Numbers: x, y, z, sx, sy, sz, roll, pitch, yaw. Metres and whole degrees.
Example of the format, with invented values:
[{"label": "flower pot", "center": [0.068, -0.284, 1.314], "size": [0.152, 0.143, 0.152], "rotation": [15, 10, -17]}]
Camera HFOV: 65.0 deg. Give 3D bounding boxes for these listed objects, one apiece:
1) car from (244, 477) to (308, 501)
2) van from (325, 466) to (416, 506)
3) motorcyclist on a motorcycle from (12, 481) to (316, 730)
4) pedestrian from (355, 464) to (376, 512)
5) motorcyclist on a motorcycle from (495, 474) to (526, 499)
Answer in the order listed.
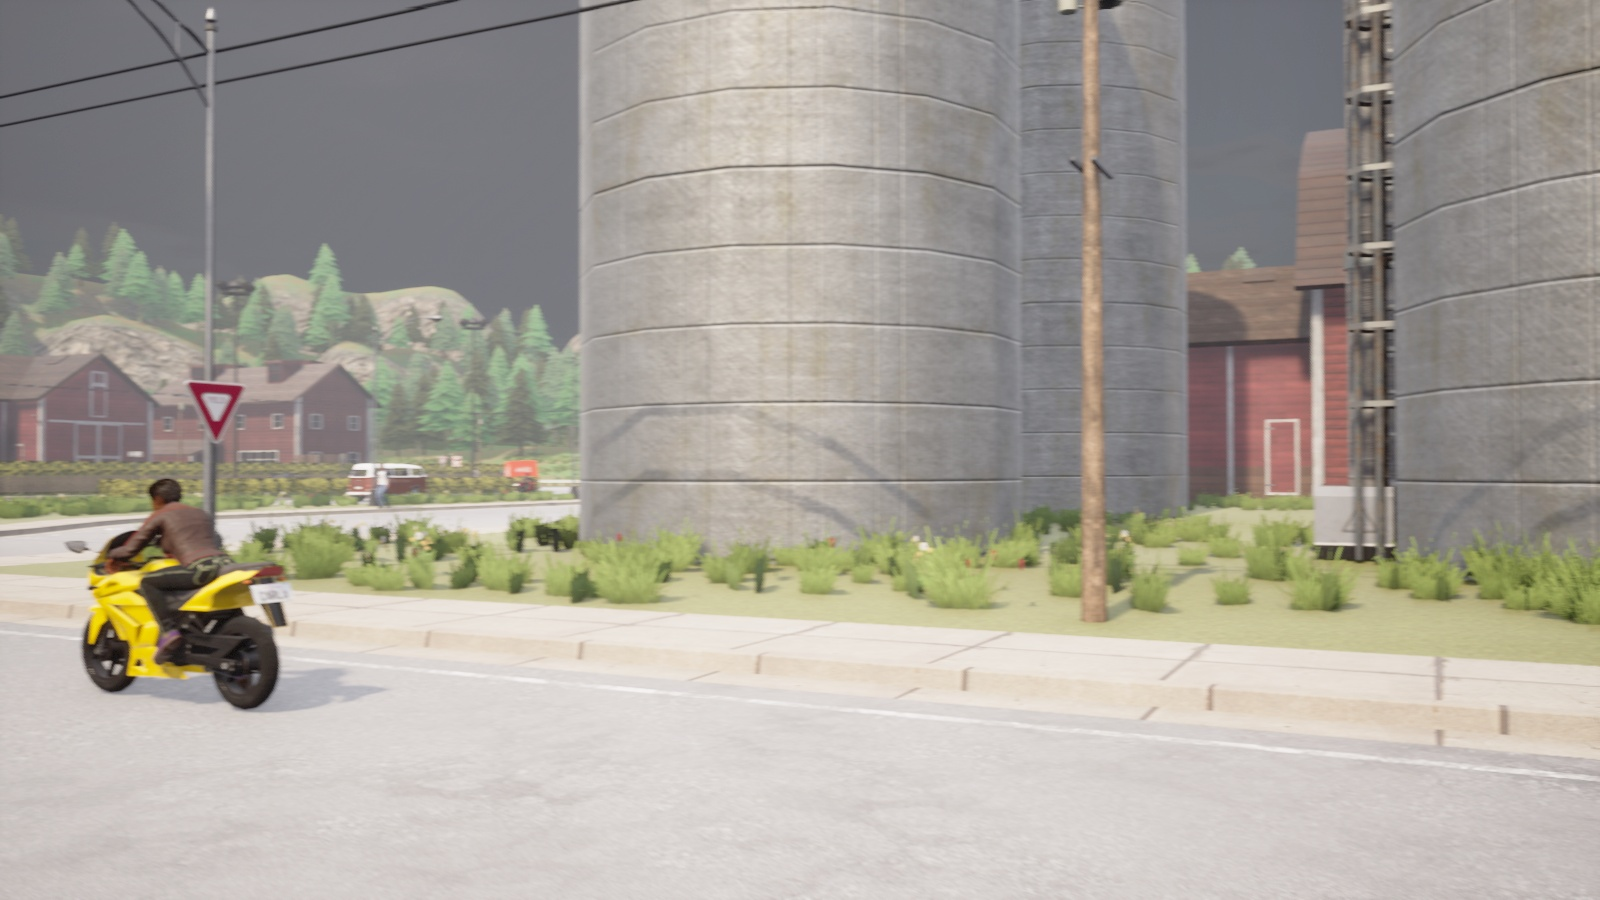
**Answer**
[{"label": "car", "center": [-34.943, 2.576, 83.800], "size": [1.845, 1.501, 3.633], "rotation": [-1, -1, 26]}, {"label": "van", "center": [-23.259, 1.916, 68.174], "size": [2.069, 2.038, 4.480], "rotation": [-1, -1, 26]}, {"label": "motorcyclist on a motorcycle", "center": [-4.343, 0.983, 8.551], "size": [2.044, 1.523, 0.797], "rotation": [-1, -1, 27]}, {"label": "pedestrian", "center": [-16.817, 1.452, 48.587], "size": [0.354, 1.836, 0.706], "rotation": [-1, -1, 24]}, {"label": "motorcyclist on a motorcycle", "center": [-18.171, 2.306, 78.790], "size": [0.797, 1.523, 2.044], "rotation": [-1, -1, 26]}]
